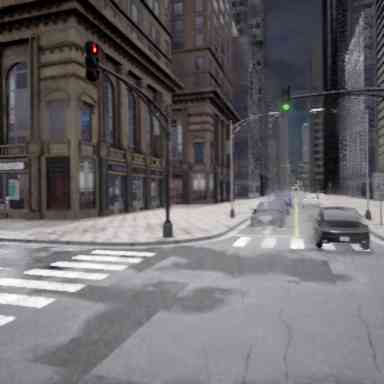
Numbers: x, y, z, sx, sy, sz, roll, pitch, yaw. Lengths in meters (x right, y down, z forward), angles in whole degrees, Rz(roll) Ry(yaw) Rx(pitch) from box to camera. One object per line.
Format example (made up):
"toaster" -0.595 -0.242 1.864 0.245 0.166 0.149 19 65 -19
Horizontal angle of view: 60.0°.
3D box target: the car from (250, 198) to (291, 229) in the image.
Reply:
"car" 4.806 1.338 20.648 2.128 1.511 4.902 -1 0 18

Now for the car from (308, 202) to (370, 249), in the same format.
"car" 6.042 1.368 13.891 1.837 1.490 4.892 -1 0 17

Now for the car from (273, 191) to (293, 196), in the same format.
"car" 11.657 0.903 42.474 2.150 2.045 5.566 -1 0 18

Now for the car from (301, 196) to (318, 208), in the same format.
"car" 14.214 1.189 40.080 1.812 1.442 4.674 -1 0 17

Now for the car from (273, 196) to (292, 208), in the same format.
"car" 7.791 1.336 30.103 1.994 1.385 4.181 -1 0 19
